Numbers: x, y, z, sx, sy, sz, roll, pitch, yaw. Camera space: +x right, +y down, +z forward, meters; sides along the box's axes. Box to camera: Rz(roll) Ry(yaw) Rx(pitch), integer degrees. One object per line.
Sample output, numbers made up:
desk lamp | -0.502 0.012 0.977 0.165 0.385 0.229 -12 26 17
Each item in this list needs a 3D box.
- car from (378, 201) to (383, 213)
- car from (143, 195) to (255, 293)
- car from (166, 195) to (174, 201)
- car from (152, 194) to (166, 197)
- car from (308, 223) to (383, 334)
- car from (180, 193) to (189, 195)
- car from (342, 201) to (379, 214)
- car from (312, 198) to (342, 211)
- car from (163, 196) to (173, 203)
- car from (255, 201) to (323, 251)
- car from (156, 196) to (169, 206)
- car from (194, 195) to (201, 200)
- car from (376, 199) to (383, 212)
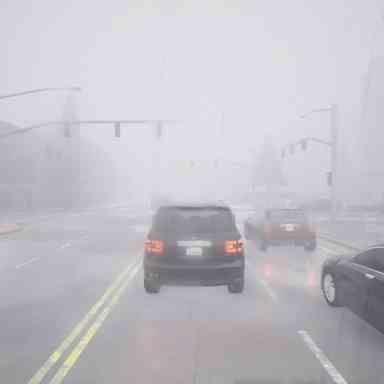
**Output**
car | 20.206 1.600 30.501 4.718 1.301 1.895 0 0 -2
car | 0.054 1.221 8.984 2.150 2.045 5.566 0 0 0
car | -5.312 1.447 81.107 1.882 1.535 5.008 0 0 -1
car | -4.090 1.222 41.503 2.150 2.045 5.566 0 0 -7
car | 3.607 1.504 5.081 1.837 1.490 4.892 0 0 0
car | -1.790 1.493 80.218 1.837 1.490 4.892 0 0 -1
car | 18.487 1.600 34.169 4.718 1.301 1.895 0 0 -2
car | 14.438 1.504 37.562 4.892 1.490 1.837 0 0 -2
car | -5.018 1.523 68.712 1.812 1.442 4.674 0 0 -1
car | 3.535 1.352 14.162 2.097 1.767 4.553 0 0 0
car | -4.760 1.476 54.479 1.882 1.535 5.008 0 0 -1
car | 1.467 1.550 90.364 1.994 1.385 4.181 0 0 -1
car | 24.176 1.546 37.824 5.357 1.411 2.033 0 0 -1
